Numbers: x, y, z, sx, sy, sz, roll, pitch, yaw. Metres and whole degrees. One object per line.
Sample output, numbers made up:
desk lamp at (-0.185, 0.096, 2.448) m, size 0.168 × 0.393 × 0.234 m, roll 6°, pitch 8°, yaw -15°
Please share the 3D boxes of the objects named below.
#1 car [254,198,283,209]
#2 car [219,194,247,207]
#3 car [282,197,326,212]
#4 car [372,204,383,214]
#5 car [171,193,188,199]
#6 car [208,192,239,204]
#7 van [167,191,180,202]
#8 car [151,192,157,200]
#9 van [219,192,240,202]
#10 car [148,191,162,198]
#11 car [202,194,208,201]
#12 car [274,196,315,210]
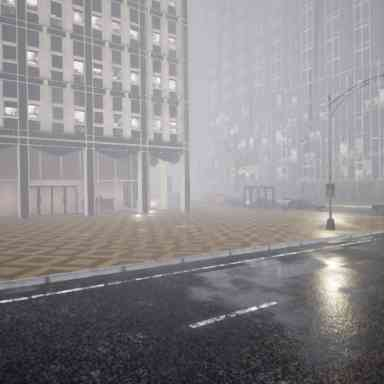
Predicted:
car at (9.302, 1.386, 41.057) m, size 1.802 × 1.307 × 4.206 m, roll -1°, pitch 1°, yaw -34°
car at (6.150, 1.318, 45.786) m, size 1.947 × 1.339 × 4.313 m, roll -1°, pitch 1°, yaw -34°
car at (12.489, 1.422, 36.348) m, size 1.947 × 1.339 × 4.313 m, roll -1°, pitch 1°, yaw -34°
car at (19.492, 1.490, 30.884) m, size 1.895 × 1.301 × 4.718 m, roll -1°, pitch 1°, yaw -34°
car at (-2.882, 0.934, 74.016) m, size 1.802 × 1.307 × 4.206 m, roll 0°, pitch 1°, yaw -34°
car at (5.182, 1.011, 51.901) m, size 2.097 × 1.767 × 4.553 m, roll -1°, pitch 1°, yaw -34°
van at (-3.406, 0.935, 59.902) m, size 1.690 × 1.788 × 3.998 m, roll 0°, pitch 1°, yaw -34°
car at (-9.808, 1.038, 69.298) m, size 2.008 × 1.369 × 4.403 m, roll 0°, pitch 1°, yaw -34°
van at (6.719, 0.853, 59.922) m, size 1.690 × 1.788 × 3.998 m, roll -1°, pitch 1°, yaw -34°
car at (-9.284, 0.684, 83.407) m, size 1.967 × 1.590 × 4.097 m, roll 0°, pitch 1°, yaw -34°
car at (3.519, 1.041, 64.622) m, size 1.802 × 1.307 × 4.206 m, roll -1°, pitch 1°, yaw -34°
car at (12.583, 1.303, 41.025) m, size 1.812 × 1.442 × 4.674 m, roll -1°, pitch 1°, yaw -35°
